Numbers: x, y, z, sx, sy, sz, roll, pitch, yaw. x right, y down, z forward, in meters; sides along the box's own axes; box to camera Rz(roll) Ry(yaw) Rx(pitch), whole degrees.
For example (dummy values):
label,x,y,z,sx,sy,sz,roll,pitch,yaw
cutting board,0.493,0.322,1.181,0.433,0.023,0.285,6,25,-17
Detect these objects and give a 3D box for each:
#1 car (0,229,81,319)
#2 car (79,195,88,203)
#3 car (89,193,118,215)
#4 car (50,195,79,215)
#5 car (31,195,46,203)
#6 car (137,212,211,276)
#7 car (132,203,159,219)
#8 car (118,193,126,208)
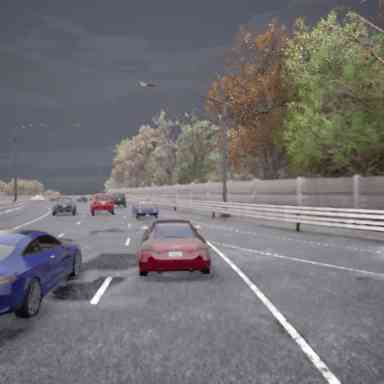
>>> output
label,x,y,z,sx,sy,sz,roll,pitch,yaw
car,-3.806,1.528,7.161,1.812,1.442,4.674,0,0,-4
car,-23.297,1.480,70.289,1.837,1.490,4.892,0,0,-26
car,-9.278,1.204,34.203,2.150,2.045,5.566,0,0,-18
car,-12.877,1.348,33.747,2.097,1.767,4.553,0,0,-19
car,-30.414,1.350,65.822,1.812,1.442,4.674,0,0,-41
car,-0.623,1.551,10.451,1.994,1.385,4.181,0,0,-6
car,-4.161,1.573,29.033,1.895,1.301,4.718,0,0,-15
car,-11.072,1.191,47.933,2.150,2.045,5.566,0,0,-25
